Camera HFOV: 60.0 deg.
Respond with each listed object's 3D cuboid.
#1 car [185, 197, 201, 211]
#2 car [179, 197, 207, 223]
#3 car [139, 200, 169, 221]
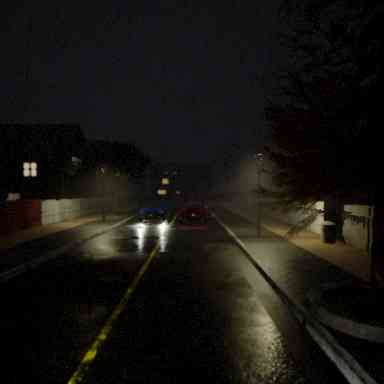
[{"bbox_3d":[0.087,1.322,39.471,1.837,1.490,4.892,0,0,0],"label":"car"},{"bbox_3d":[0.096,1.348,24.328,1.882,1.535,5.008,0,0,0],"label":"car"},{"bbox_3d":[-2.856,1.343,25.526,1.882,1.535,5.008,0,0,0],"label":"car"}]
